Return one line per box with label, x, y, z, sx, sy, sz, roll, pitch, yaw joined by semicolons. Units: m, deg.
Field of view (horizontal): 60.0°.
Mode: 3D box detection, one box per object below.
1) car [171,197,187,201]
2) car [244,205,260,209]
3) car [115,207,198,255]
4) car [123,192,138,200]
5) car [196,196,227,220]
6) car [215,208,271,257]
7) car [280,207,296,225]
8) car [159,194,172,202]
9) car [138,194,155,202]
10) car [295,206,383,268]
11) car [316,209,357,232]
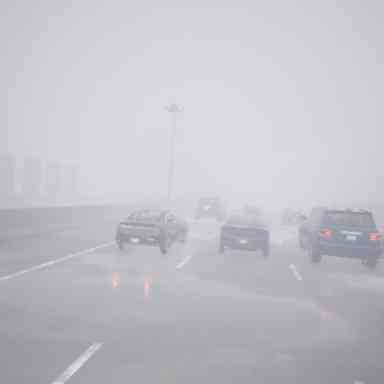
car;-2.230;1.674;66.900;1.895;1.301;4.718;3;0;10
car;5.397;1.933;29.922;1.837;1.490;4.892;3;0;12
car;-1.418;1.445;13.427;2.128;1.511;4.902;3;0;11
car;-12.532;0.804;68.720;2.097;1.767;4.553;3;0;10
car;1.743;1.424;29.403;2.150;2.045;5.566;3;0;12
car;2.320;1.665;14.307;1.882;1.535;5.008;3;-1;11
car;8.810;2.126;29.171;2.128;1.511;4.902;3;0;12
car;-5.292;1.249;69.573;2.097;1.767;4.553;3;0;10
car;-8.963;1.192;68.912;1.812;1.442;4.674;3;0;10
car;5.732;1.617;13.484;2.150;2.045;5.566;3;0;11
car;12.237;2.334;28.489;2.128;1.511;4.902;3;0;12
